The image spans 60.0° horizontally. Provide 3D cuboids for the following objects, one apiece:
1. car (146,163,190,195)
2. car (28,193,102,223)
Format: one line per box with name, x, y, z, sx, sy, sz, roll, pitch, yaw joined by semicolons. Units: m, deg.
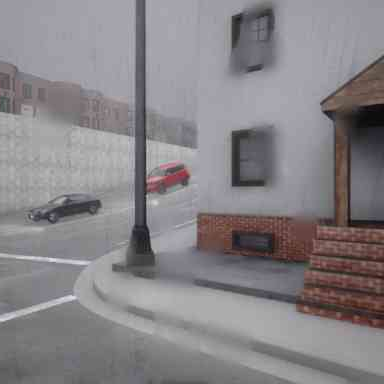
car;-2.351;-1.188;28.687;2.150;2.045;5.566;0;13;34
car;-7.826;0.872;20.854;1.812;1.442;4.674;0;7;35
